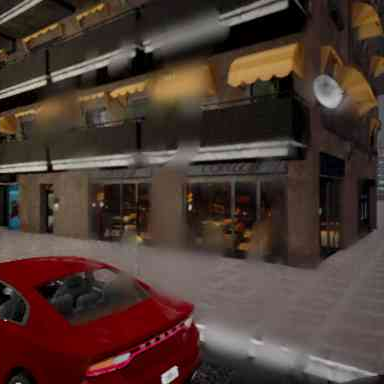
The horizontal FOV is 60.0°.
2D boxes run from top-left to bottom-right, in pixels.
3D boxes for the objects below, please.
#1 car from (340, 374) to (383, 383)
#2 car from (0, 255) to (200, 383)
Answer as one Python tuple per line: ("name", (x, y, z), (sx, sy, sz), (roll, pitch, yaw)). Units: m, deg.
("car", (2.591, 1.538, 1.078), (4.403, 1.369, 2.008), (0, 0, 35))
("car", (-2.035, 1.516, 4.288), (4.507, 1.381, 1.887), (0, 0, 35))
